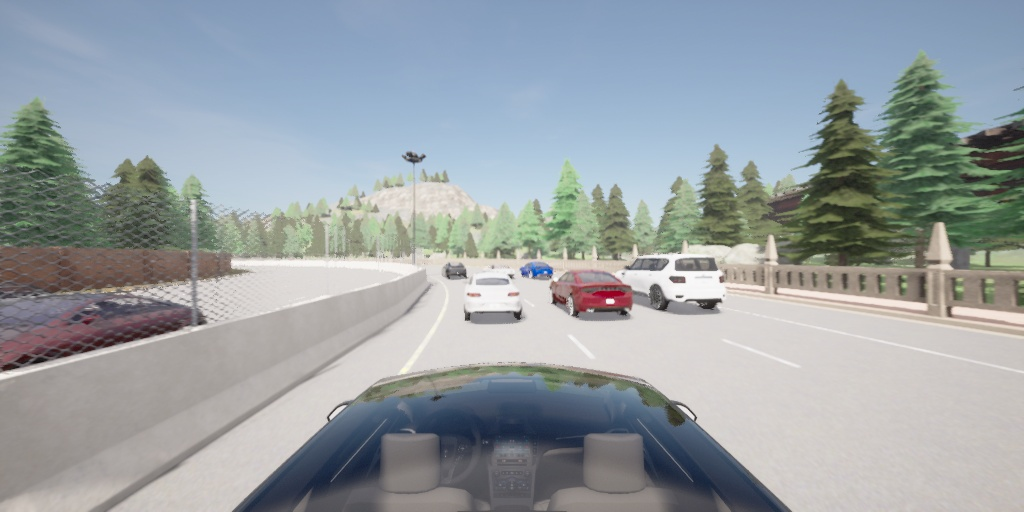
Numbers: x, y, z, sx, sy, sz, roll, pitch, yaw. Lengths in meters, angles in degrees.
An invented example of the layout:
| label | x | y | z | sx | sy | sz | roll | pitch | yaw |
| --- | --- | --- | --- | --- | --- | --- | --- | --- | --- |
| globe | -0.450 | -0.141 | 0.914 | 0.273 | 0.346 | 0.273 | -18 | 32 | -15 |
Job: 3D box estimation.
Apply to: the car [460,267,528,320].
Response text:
| label | x | y | z | sx | sy | sz | roll | pitch | yaw |
| --- | --- | --- | --- | --- | --- | --- | --- | --- | --- |
| car | -0.767 | 1.286 | 12.690 | 1.812 | 1.442 | 4.674 | 0 | 0 | -6 |

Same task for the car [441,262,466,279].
| label | x | y | z | sx | sy | sz | roll | pitch | yaw |
| --- | --- | --- | --- | --- | --- | --- | --- | --- | --- |
| car | -5.465 | 1.284 | 33.563 | 2.128 | 1.511 | 4.902 | 0 | 0 | -18 |

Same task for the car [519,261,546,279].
| label | x | y | z | sx | sy | sz | roll | pitch | yaw |
| --- | --- | --- | --- | --- | --- | --- | --- | --- | --- |
| car | 2.119 | 1.241 | 32.778 | 1.882 | 1.535 | 5.008 | 0 | 0 | -17 |

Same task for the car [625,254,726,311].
| label | x | y | z | sx | sy | sz | roll | pitch | yaw |
| --- | --- | --- | --- | --- | --- | --- | --- | --- | --- |
| car | 6.084 | 0.957 | 14.624 | 2.150 | 2.045 | 5.566 | 0 | 0 | -7 |

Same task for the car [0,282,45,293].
| label | x | y | z | sx | sy | sz | roll | pitch | yaw |
| --- | --- | --- | --- | --- | --- | --- | --- | --- | --- |
| car | -14.623 | 1.412 | 9.558 | 1.895 | 1.301 | 4.718 | 0 | 0 | -6 |

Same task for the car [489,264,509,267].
| label | x | y | z | sx | sy | sz | roll | pitch | yaw |
| --- | --- | --- | --- | --- | --- | --- | --- | --- | --- |
| car | -1.282 | 1.377 | 32.048 | 1.895 | 1.301 | 4.718 | 0 | 0 | -17 |

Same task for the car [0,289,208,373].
| label | x | y | z | sx | sy | sz | roll | pitch | yaw |
| --- | --- | --- | --- | --- | --- | --- | --- | --- | --- |
| car | -7.351 | 1.346 | 5.872 | 1.994 | 1.385 | 4.181 | 0 | 0 | -3 |

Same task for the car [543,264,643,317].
| label | x | y | z | sx | sy | sz | roll | pitch | yaw |
| --- | --- | --- | --- | --- | --- | --- | --- | --- | --- |
| car | 2.696 | 1.225 | 13.319 | 1.882 | 1.535 | 5.008 | 0 | 0 | -6 |
